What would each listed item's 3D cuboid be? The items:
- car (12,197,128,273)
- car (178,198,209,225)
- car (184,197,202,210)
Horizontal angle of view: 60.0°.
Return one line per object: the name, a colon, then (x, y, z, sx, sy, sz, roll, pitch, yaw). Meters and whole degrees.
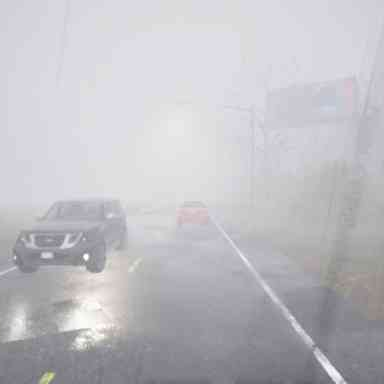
car: (-3.592, 1.218, 11.021, 2.150, 2.045, 5.566, 0, 0, 0)
car: (0.096, 1.342, 23.893, 2.097, 1.767, 4.553, 0, 0, 0)
car: (0.104, 1.473, 43.181, 2.128, 1.511, 4.902, 0, 0, 0)
